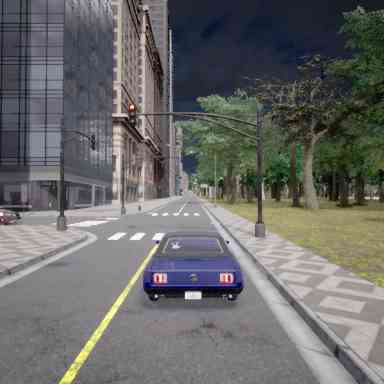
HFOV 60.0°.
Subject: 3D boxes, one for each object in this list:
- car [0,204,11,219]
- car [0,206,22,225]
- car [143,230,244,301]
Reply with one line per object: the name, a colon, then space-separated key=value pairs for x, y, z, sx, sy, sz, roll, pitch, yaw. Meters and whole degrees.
car: x=-18.968 y=1.727 z=29.837 sx=4.313 sy=1.339 sz=1.947 roll=0 pitch=-1 yaw=0
car: x=-13.515 y=1.372 z=21.318 sx=4.097 sy=1.590 sz=1.967 roll=0 pitch=-2 yaw=-1
car: x=0.013 y=1.607 z=8.311 sx=1.895 sy=1.301 sz=4.718 roll=0 pitch=0 yaw=0
